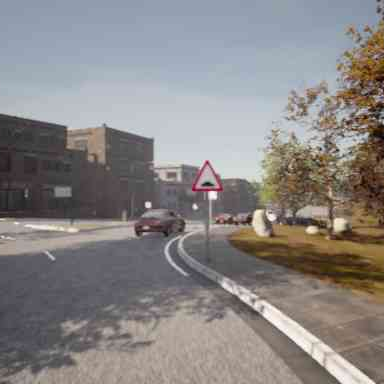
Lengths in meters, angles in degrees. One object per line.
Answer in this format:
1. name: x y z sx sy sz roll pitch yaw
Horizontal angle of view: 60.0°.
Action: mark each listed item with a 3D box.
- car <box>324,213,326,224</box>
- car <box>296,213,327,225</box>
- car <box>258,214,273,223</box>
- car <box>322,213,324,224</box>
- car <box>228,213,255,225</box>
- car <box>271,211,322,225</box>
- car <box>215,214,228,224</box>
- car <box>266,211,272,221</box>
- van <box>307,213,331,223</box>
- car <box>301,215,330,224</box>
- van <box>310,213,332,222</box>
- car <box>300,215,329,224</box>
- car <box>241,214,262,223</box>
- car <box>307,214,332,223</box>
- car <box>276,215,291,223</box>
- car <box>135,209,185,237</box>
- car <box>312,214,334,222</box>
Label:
1. car: 14.636 3.648 43.984 4.892 1.521 2.231 -1 -5 25
2. car: 19.312 4.316 53.934 4.553 1.767 2.185 -1 -4 25
3. car: 14.006 4.984 63.178 1.882 1.535 5.008 -1 -4 25
4. car: 13.449 3.442 41.508 5.008 1.535 2.097 -1 -5 25
5. car: 6.395 3.210 39.294 2.033 1.411 5.357 -1 -5 25
6. car: 12.270 3.235 39.027 4.892 1.521 2.231 -1 -5 25
7. car: 4.594 3.516 43.071 1.895 1.301 4.718 -1 -5 25
8. car: 12.669 3.990 52.782 2.150 2.045 5.566 -1 -5 25
9. van: 25.337 5.122 66.300 4.442 1.987 1.878 -1 -4 25
10. car: 22.847 5.027 61.382 4.792 1.488 2.163 -1 -4 25
11. van: 28.662 5.627 73.858 4.442 1.987 1.878 -1 -4 25
12. car: 21.697 4.853 58.881 4.674 1.452 2.002 -1 -4 25
13. car: 9.714 4.307 54.126 2.128 1.511 4.902 -1 -4 25
14. car: 26.435 5.404 68.958 4.553 1.767 2.185 -1 -4 25
15. car: 17.120 5.010 62.158 1.812 1.442 4.674 -1 -4 25
16. car: -1.783 1.733 19.282 1.812 1.442 4.674 -1 -2 14
17. car: 29.970 5.880 76.273 4.553 1.767 2.185 -1 -3 25
